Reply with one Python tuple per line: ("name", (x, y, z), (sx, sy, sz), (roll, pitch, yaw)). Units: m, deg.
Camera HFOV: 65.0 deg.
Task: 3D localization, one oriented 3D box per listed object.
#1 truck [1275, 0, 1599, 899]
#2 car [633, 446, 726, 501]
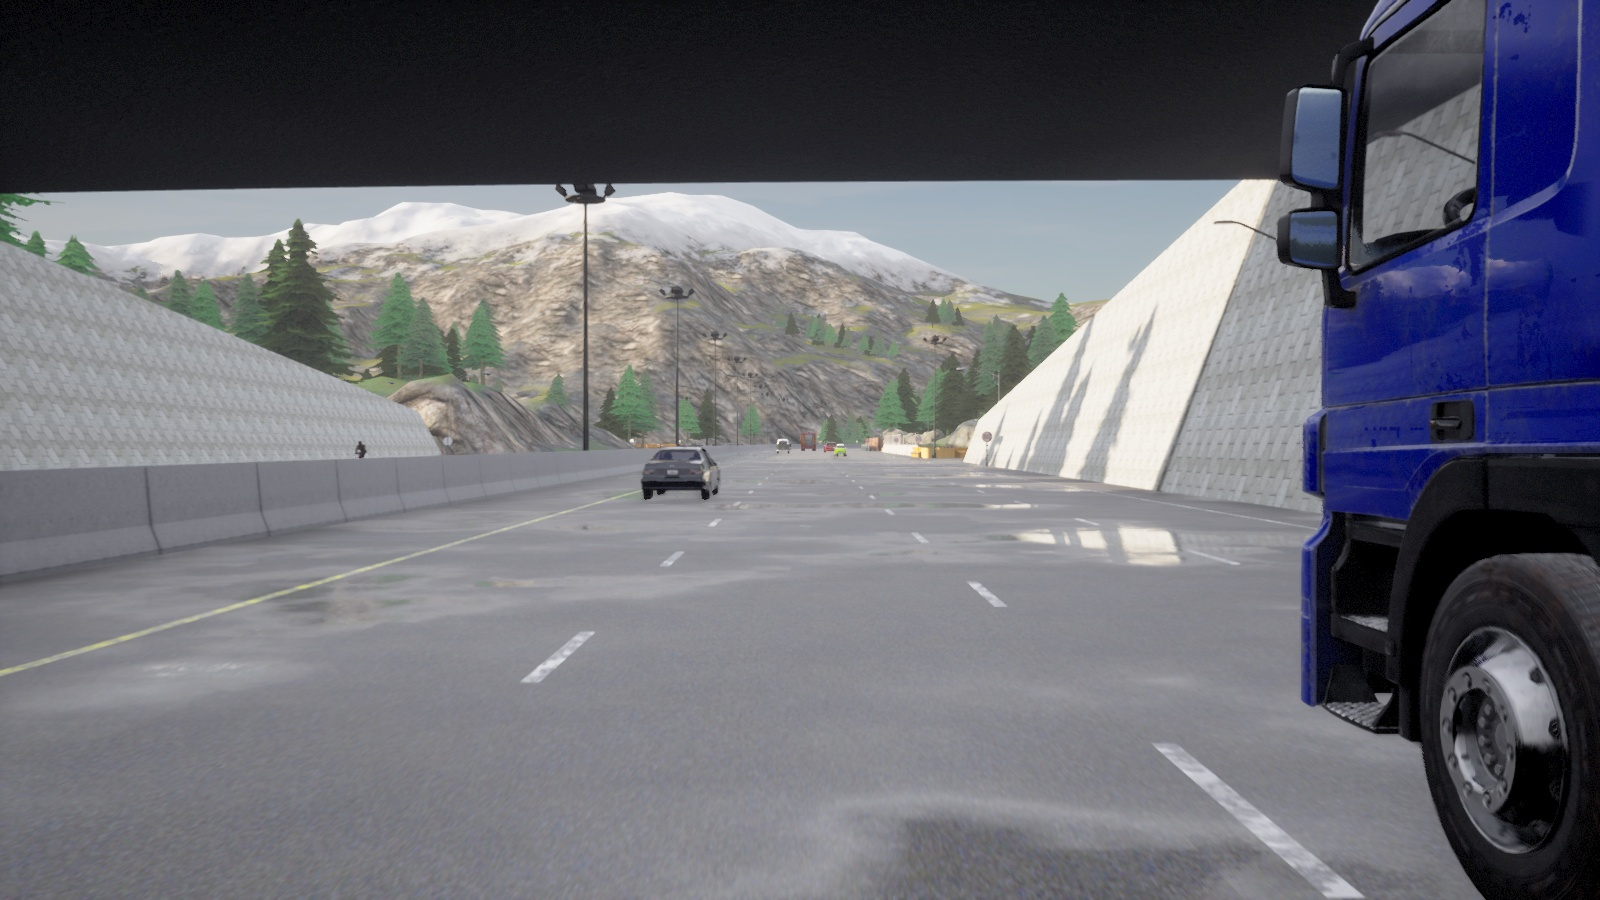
("truck", (3.525, -0.241, 1.572), (2.891, 3.462, 7.936), (0, 0, 0))
("car", (-3.267, 0.594, 35.015), (2.033, 1.411, 5.357), (0, 0, 0))
